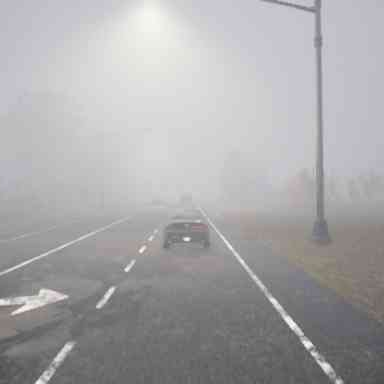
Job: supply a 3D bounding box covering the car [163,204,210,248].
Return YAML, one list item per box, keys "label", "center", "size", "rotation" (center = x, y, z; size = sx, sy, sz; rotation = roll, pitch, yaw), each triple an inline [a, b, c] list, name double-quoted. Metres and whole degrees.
- label: "car"
  center: [-0.242, 1.502, 14.864]
  size: [1.837, 1.490, 4.892]
  rotation: [-1, 0, -1]

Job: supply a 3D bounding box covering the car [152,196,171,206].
- label: "car"
  center: [-5.287, 1.586, 55.401]
  size: [1.895, 1.301, 4.718]
  rotation: [-1, 0, 5]

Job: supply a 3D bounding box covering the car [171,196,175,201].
- label: "car"
  center: [-4.848, 1.515, 77.717]
  size: [1.895, 1.301, 4.718]
  rotation: [-1, 0, -1]

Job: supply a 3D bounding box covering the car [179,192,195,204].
- label: "car"
  center: [-0.991, 1.149, 57.266]
  size: [2.150, 2.045, 5.566]
  rotation: [-1, 0, -1]
